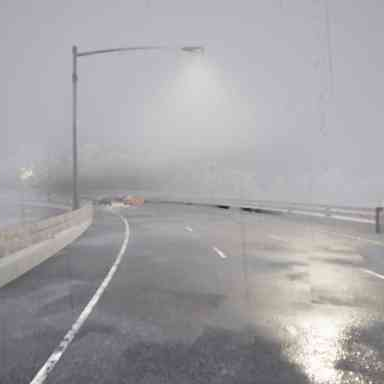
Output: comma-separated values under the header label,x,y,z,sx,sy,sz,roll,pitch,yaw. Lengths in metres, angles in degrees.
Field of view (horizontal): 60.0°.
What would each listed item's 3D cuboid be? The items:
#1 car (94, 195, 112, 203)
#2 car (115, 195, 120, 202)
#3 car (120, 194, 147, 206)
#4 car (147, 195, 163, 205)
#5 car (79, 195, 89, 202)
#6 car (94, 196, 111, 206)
label,x,y,z,sx,sy,sz,roll,pitch,yaw
car,-16.880,1.353,62.806,1.994,1.385,4.181,-1,0,-36
car,-12.988,1.117,63.308,2.097,1.767,4.553,-1,0,-36
car,-8.708,1.162,49.247,2.097,1.767,4.553,0,0,-27
car,-6.162,1.272,52.011,2.128,1.511,4.902,0,0,-27
car,-20.809,1.318,62.260,1.837,1.490,4.892,-1,0,-39
car,-13.886,1.328,51.523,1.837,1.490,4.892,0,-1,-29
